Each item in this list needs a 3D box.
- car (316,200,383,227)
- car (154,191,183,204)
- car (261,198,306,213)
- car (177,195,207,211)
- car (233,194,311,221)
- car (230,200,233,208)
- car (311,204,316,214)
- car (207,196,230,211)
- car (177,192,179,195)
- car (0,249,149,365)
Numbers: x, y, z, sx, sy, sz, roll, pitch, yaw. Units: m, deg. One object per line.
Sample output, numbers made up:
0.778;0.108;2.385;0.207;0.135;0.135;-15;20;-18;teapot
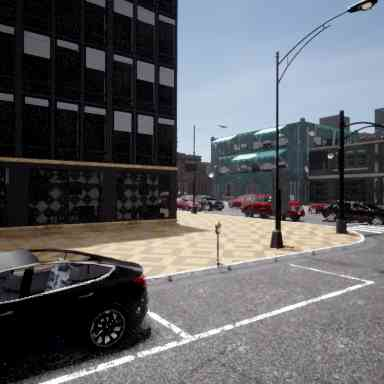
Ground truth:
11.240;1.377;22.265;1.837;1.490;4.892;0;1;-40;car
-3.806;0.794;52.103;2.192;1.841;5.009;1;0;-36;car
9.314;1.340;34.218;1.802;1.307;4.206;1;0;-36;car
-0.724;1.231;33.732;1.802;1.307;4.206;1;0;-36;car
5.845;1.101;24.789;2.192;1.841;5.009;1;0;-36;car
6.034;1.130;38.690;1.967;1.590;4.097;1;0;-36;car
12.595;1.371;29.747;1.887;1.381;4.507;1;0;-36;car
1.443;1.169;35.144;1.837;1.490;4.892;0;0;-36;car
-0.530;1.101;47.632;2.008;1.369;4.403;1;0;-36;car
-2.688;1.566;4.636;4.313;1.339;1.947;0;0;-35;car
